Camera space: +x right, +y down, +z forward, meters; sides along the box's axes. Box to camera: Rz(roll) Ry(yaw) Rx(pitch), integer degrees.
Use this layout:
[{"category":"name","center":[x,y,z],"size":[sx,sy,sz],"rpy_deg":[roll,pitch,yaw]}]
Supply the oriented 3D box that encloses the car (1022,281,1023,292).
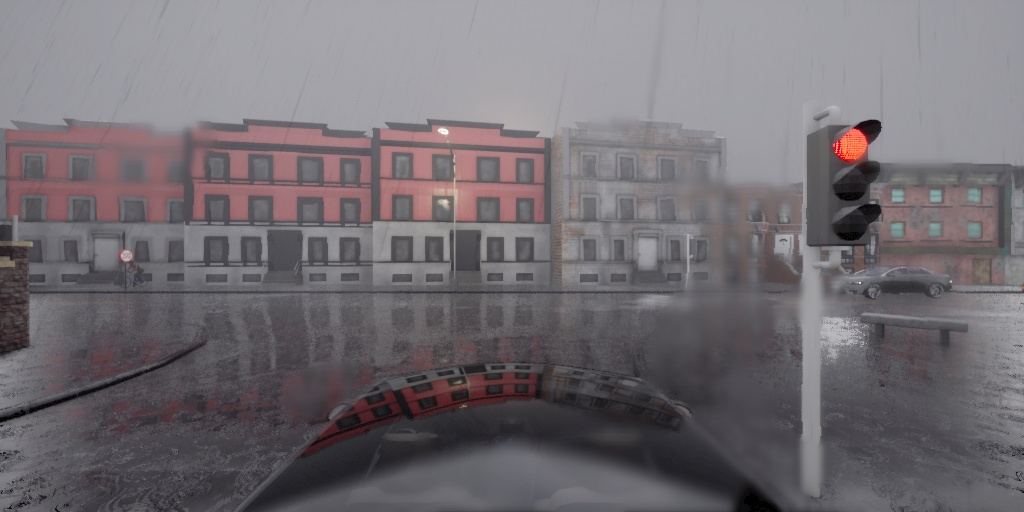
[{"category":"car","center":[28.020,1.102,17.327],"size":[4.553,1.767,2.097],"rpy_deg":[0,0,0]}]

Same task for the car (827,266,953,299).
[{"category":"car","center":[18.126,1.242,17.335],"size":[4.902,1.511,2.128],"rpy_deg":[0,0,0]}]

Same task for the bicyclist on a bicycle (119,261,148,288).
[{"category":"bicyclist on a bicycle","center":[-22.690,1.098,21.514],"size":[0.582,1.620,1.656],"rpy_deg":[0,0,0]}]
